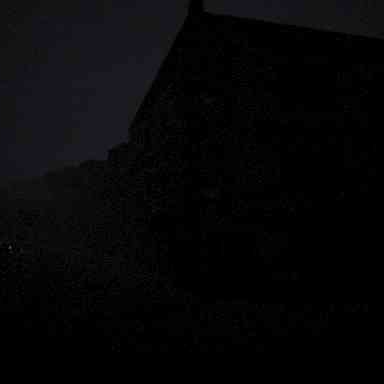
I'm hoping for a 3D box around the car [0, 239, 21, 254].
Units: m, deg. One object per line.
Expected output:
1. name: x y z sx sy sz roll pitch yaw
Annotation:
1. car: -19.828 5.955 36.191 1.994 1.385 4.181 -1 -6 -30
